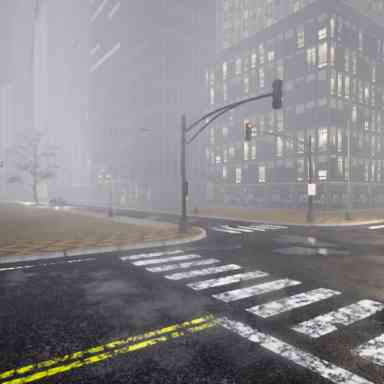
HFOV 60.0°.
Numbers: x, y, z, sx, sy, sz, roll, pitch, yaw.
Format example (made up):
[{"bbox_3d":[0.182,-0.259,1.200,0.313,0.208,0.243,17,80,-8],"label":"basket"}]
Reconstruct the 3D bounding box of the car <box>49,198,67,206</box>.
[{"bbox_3d":[-21.808,1.607,54.157,1.895,1.301,4.718,0,0,-35],"label":"car"}]
